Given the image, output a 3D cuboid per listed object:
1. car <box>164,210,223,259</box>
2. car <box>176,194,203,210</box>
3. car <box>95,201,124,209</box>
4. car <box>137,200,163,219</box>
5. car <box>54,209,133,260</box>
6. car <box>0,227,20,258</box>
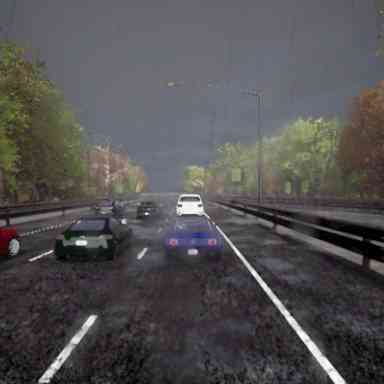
[{"bbox_3d":[0.024,1.597,12.642,1.895,1.301,4.718,0,0,0],"label":"car"},{"bbox_3d":[-0.195,1.224,28.478,2.150,2.045,5.566,0,0,-1],"label":"car"},{"bbox_3d":[-7.217,1.497,29.400,2.128,1.511,4.902,0,0,-1],"label":"car"},{"bbox_3d":[-3.718,1.510,29.465,1.837,1.490,4.892,0,0,-1],"label":"car"},{"bbox_3d":[-3.481,1.561,12.445,1.994,1.385,4.181,0,0,0],"label":"car"},{"bbox_3d":[-6.959,1.475,9.671,1.882,1.535,5.008,0,0,0],"label":"car"}]
